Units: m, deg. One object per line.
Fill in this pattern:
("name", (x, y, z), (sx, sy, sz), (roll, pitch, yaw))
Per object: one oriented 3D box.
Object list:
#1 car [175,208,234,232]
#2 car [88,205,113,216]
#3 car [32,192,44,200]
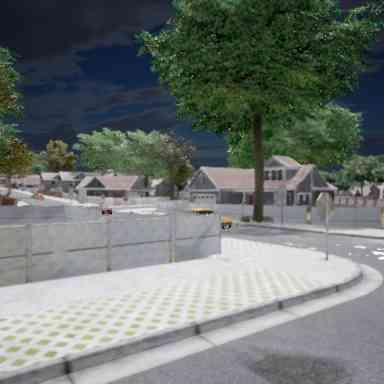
("car", (0.692, 1.834, 22.233), (1.882, 1.535, 5.008), (0, -1, -35))
("car", (-10.759, 2.110, 38.609), (1.895, 1.301, 4.718), (0, 0, -35))
("car", (-38.075, 0.807, 82.123), (2.097, 1.767, 4.553), (0, 2, -35))
